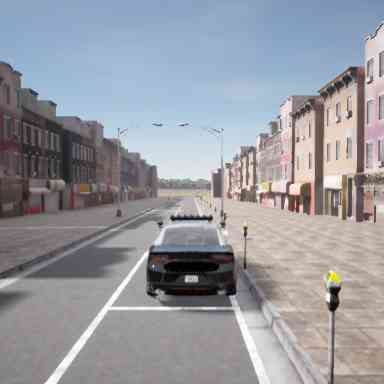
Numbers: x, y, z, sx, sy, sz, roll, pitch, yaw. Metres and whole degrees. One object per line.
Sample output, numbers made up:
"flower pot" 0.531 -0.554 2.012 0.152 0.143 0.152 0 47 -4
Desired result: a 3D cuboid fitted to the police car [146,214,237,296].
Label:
"police car" -0.012 1.411 8.762 1.930 1.638 5.238 0 0 0
